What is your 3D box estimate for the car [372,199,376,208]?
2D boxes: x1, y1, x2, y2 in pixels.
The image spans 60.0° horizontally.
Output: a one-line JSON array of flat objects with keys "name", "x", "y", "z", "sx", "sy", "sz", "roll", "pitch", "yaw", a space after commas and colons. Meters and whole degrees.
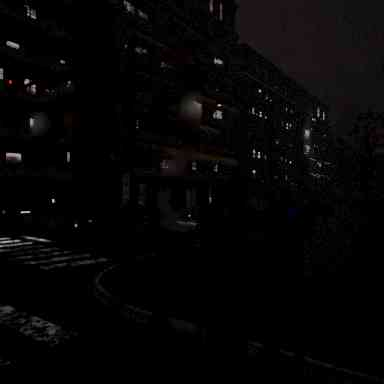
[{"name": "car", "x": 30.670, "y": 2.204, "z": 58.761, "sx": 1.802, "sy": 1.307, "sz": 4.206, "roll": 1, "pitch": 0, "yaw": 36}]

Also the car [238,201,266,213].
[{"name": "car", "x": 7.506, "y": 1.844, "z": 41.482, "sx": 1.802, "sy": 1.307, "sz": 4.206, "roll": 1, "pitch": 0, "yaw": 36}]

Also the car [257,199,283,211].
[{"name": "car", "x": 10.792, "y": 1.747, "z": 45.934, "sx": 1.967, "sy": 1.590, "sz": 4.097, "roll": 1, "pitch": 0, "yaw": 36}]

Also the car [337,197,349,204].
[{"name": "car", "x": 37.075, "y": 2.097, "z": 81.554, "sx": 1.967, "sy": 1.590, "sz": 4.097, "roll": 1, "pitch": 0, "yaw": 36}]

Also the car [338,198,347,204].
[{"name": "car", "x": 33.788, "y": 2.180, "z": 77.101, "sx": 1.947, "sy": 1.339, "sz": 4.313, "roll": 1, "pitch": 0, "yaw": 36}]

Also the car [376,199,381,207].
[{"name": "car", "x": 33.956, "y": 2.105, "z": 63.215, "sx": 1.967, "sy": 1.590, "sz": 4.097, "roll": 1, "pitch": 0, "yaw": 36}]

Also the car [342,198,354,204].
[{"name": "car", "x": 40.258, "y": 2.224, "z": 85.869, "sx": 1.752, "sy": 1.417, "sz": 4.829, "roll": 1, "pitch": 0, "yaw": 36}]

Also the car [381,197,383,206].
[{"name": "car", "x": 37.241, "y": 2.253, "z": 67.666, "sx": 1.887, "sy": 1.381, "sz": 4.507, "roll": 1, "pitch": 0, "yaw": 36}]

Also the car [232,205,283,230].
[{"name": "car", "x": 4.388, "y": 1.829, "z": 23.142, "sx": 1.947, "sy": 1.339, "sz": 4.313, "roll": 1, "pitch": 0, "yaw": 36}]

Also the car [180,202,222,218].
[{"name": "car", "x": 0.936, "y": 1.716, "z": 32.576, "sx": 1.887, "sy": 1.381, "sz": 4.507, "roll": 1, "pitch": 0, "yaw": 36}]

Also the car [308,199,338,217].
[{"name": "car", "x": 14.245, "y": 1.839, "z": 36.500, "sx": 1.967, "sy": 1.590, "sz": 4.097, "roll": 1, "pitch": 0, "yaw": 36}]

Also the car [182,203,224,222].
[{"name": "car", "x": 0.973, "y": 1.749, "z": 28.262, "sx": 1.994, "sy": 1.385, "sz": 4.181, "roll": 1, "pitch": 0, "yaw": 36}]

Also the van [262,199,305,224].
[{"name": "van", "x": 7.675, "y": 1.650, "z": 27.595, "sx": 1.690, "sy": 1.788, "sz": 3.998, "roll": 1, "pitch": 0, "yaw": 36}]

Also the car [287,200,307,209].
[{"name": "car", "x": 17.362, "y": 1.978, "z": 54.839, "sx": 1.802, "sy": 1.307, "sz": 4.206, "roll": 1, "pitch": 0, "yaw": 36}]

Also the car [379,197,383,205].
[{"name": "car", "x": 47.100, "y": 2.152, "z": 81.025, "sx": 2.192, "sy": 1.841, "sz": 5.009, "roll": 1, "pitch": 0, "yaw": 36}]

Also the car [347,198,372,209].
[{"name": "car", "x": 27.388, "y": 1.893, "z": 54.310, "sx": 2.192, "sy": 1.841, "sz": 5.009, "roll": 1, "pitch": 0, "yaw": 36}]

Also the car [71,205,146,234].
[{"name": "car", "x": -4.929, "y": 1.594, "z": 20.225, "sx": 2.128, "sy": 1.511, "sz": 4.902, "roll": 1, "pitch": 0, "yaw": 36}]

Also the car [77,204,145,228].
[{"name": "car", "x": -5.635, "y": 1.630, "z": 23.672, "sx": 2.008, "sy": 1.369, "sz": 4.403, "roll": 1, "pitch": 0, "yaw": 36}]

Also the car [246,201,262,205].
[{"name": "car", "x": 8.212, "y": 1.763, "z": 38.052, "sx": 1.882, "sy": 1.535, "sz": 5.008, "roll": 1, "pitch": 0, "yaw": 37}]
